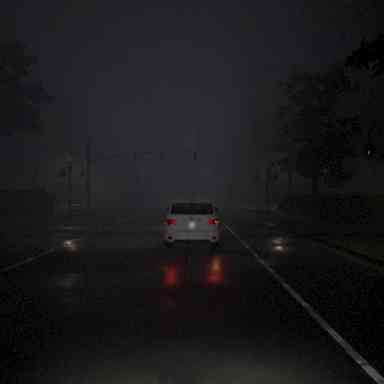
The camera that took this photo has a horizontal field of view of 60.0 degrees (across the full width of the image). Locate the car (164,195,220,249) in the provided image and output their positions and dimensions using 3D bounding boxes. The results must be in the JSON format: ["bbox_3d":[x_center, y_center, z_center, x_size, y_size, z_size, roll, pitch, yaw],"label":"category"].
[{"bbox_3d":[0.000,1.257,14.680,2.150,2.045,5.566,0,0,0],"label":"car"}]

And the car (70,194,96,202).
[{"bbox_3d":[-23.312,1.293,70.175,4.611,1.667,2.242,0,0,1],"label":"car"}]

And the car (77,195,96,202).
[{"bbox_3d":[-24.029,1.454,75.925,3.806,1.475,1.970,0,0,1],"label":"car"}]
